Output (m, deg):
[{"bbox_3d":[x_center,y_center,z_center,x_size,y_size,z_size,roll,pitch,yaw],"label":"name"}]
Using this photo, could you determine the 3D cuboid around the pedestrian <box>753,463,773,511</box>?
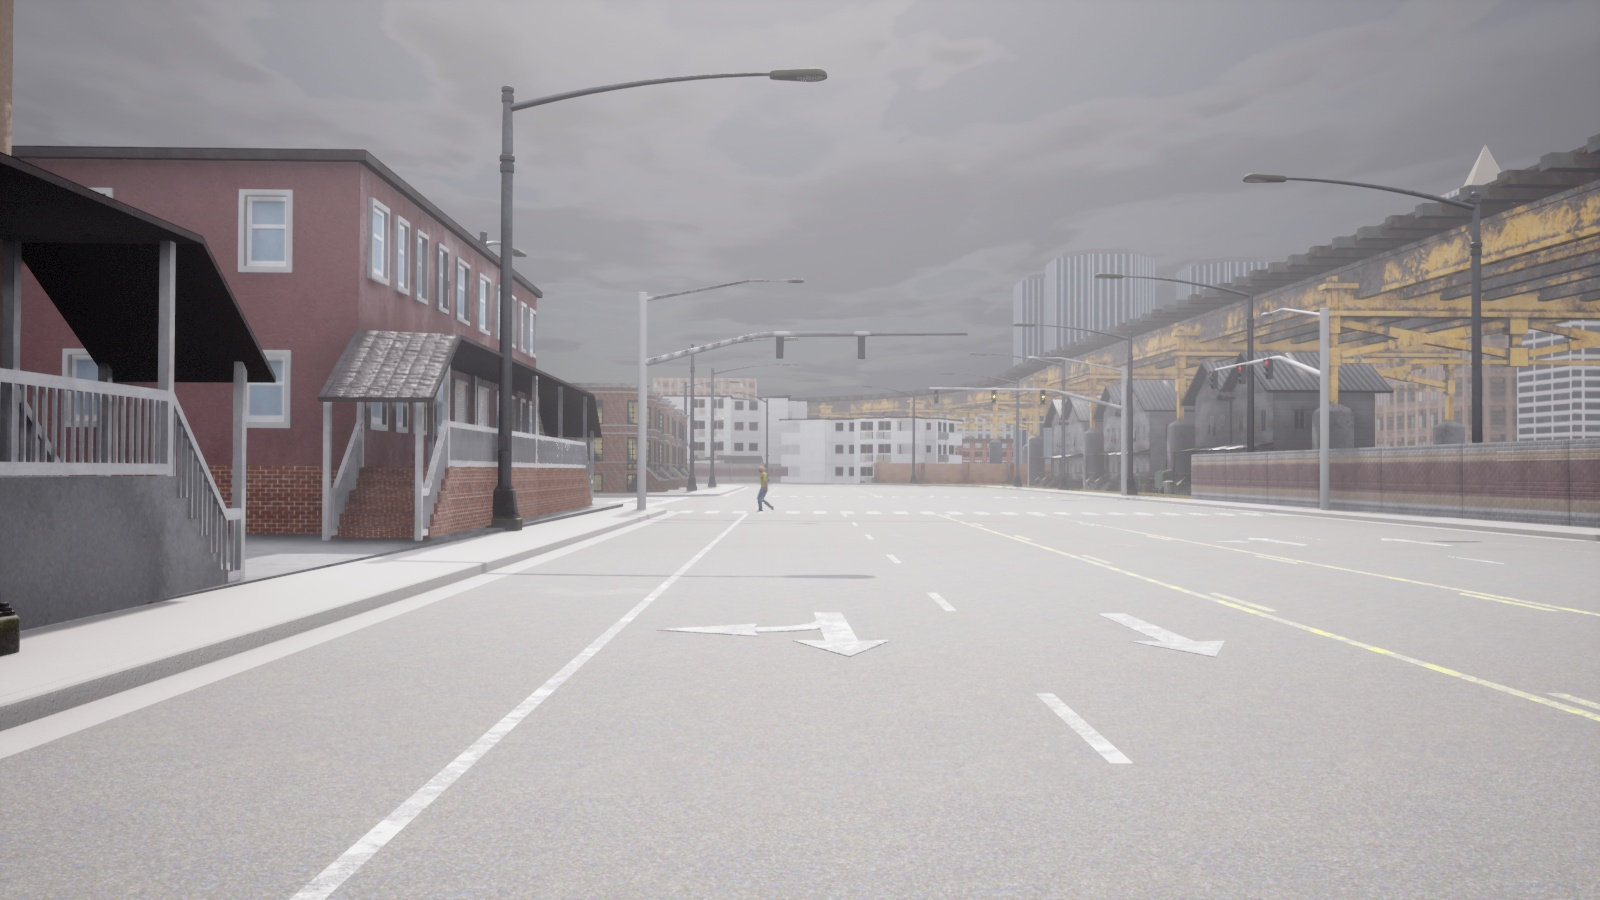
[{"bbox_3d":[-1.422,1.409,47.728,0.706,1.836,0.354,0,-1,8],"label":"pedestrian"}]
